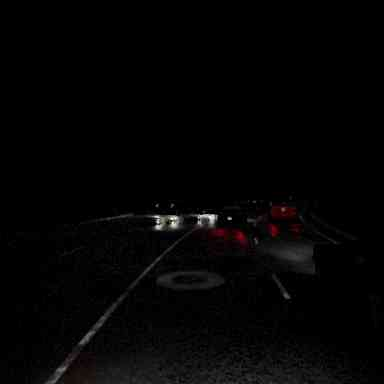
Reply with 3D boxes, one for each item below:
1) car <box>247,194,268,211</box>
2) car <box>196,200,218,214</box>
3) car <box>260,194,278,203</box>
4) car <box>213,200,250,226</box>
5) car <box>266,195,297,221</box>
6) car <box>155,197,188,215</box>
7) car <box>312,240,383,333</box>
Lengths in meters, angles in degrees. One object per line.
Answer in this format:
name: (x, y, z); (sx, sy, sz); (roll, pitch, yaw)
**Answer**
car: (8.228, 1.212, 40.946); (2.150, 2.045, 5.566); (0, 0, 21)
car: (1.949, 1.518, 34.349); (2.033, 1.411, 5.357); (0, 0, 17)
car: (16.440, 1.323, 70.642); (2.097, 1.767, 4.553); (0, 0, 36)
car: (2.902, 1.513, 23.445); (1.812, 1.442, 4.674); (0, 0, 12)
car: (7.403, 1.354, 27.127); (2.097, 1.767, 4.553); (0, 0, 14)
car: (-2.001, 1.308, 33.134); (2.097, 1.767, 4.553); (0, 0, 17)
car: (3.959, 1.606, 6.654); (1.895, 1.301, 4.718); (0, 0, 4)
